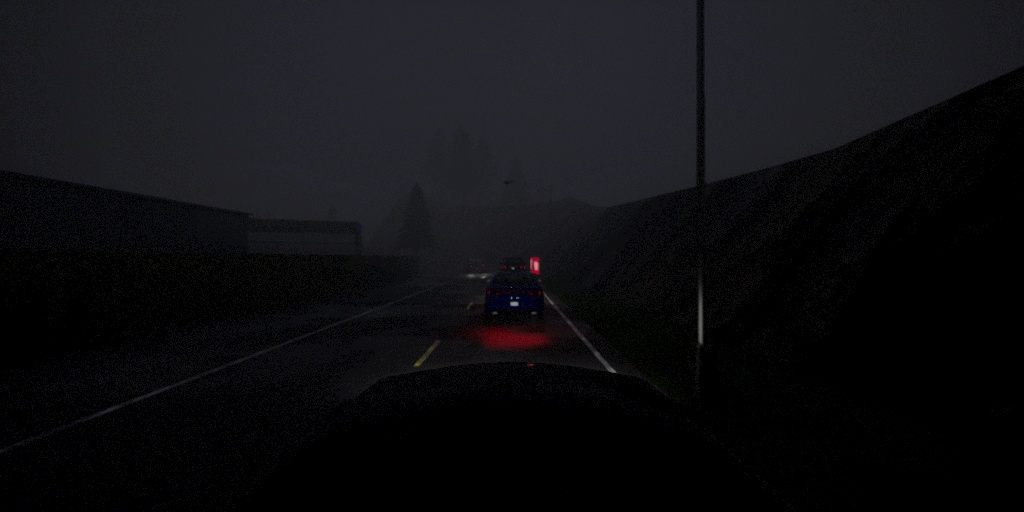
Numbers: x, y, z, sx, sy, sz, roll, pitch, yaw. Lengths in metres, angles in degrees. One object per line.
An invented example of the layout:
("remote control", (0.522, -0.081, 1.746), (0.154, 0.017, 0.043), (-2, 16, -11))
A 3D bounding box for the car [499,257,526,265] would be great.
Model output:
("car", (0.077, 1.094, 31.486), (2.150, 2.045, 5.566), (0, 0, 0))

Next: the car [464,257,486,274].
("car", (-4.813, 1.153, 45.949), (2.150, 2.045, 5.566), (1, 0, -14))

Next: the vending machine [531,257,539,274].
("vending machine", (2.778, 1.115, 42.897), (1.100, 2.100, 0.880), (0, 0, -10))

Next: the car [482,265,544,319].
("car", (0.083, 1.274, 13.085), (1.882, 1.535, 5.008), (0, 0, 0))
